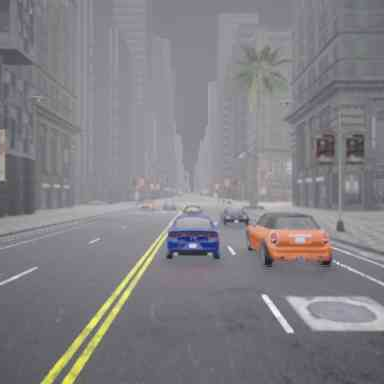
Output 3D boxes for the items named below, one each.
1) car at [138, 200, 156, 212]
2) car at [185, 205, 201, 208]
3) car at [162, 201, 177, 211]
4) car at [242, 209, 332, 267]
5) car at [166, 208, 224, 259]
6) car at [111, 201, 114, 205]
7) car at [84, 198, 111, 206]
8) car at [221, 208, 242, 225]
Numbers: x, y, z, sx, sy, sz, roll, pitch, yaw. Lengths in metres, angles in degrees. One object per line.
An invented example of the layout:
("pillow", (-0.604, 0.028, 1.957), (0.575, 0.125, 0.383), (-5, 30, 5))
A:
("car", (-6.577, 1.917, 48.902), (2.097, 1.767, 4.553), (0, -1, 0))
("car", (0.057, 1.855, 28.017), (1.812, 1.442, 4.674), (0, 0, 1))
("car", (-3.327, 2.097, 49.613), (1.812, 1.442, 4.674), (0, -1, 0))
("car", (3.295, 1.496, 12.189), (2.097, 1.767, 4.553), (0, -1, 1))
("car", (0.055, 1.637, 13.438), (1.882, 1.535, 5.008), (0, 0, 1))
("car", (-23.965, 2.859, 92.386), (4.507, 1.381, 1.887), (-1, 0, 0))
("car", (-23.827, 2.781, 83.858), (4.829, 1.417, 1.752), (-1, 0, 0))
("car", (3.291, 1.915, 26.666), (1.895, 1.301, 4.718), (0, -1, 1))
